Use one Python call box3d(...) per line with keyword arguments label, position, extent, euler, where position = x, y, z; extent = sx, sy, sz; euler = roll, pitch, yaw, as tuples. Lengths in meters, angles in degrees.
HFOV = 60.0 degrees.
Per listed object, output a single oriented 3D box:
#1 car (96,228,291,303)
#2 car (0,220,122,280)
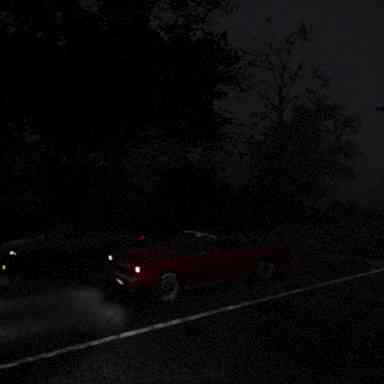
box3d(label="car", position=(0.271, 1.632, 8.415), extent=(4.718, 1.301, 1.895), euler=(0, 0, -35))
box3d(label="car", position=(-3.492, 1.579, 10.044), extent=(4.181, 1.385, 1.994), euler=(0, 0, -35))
